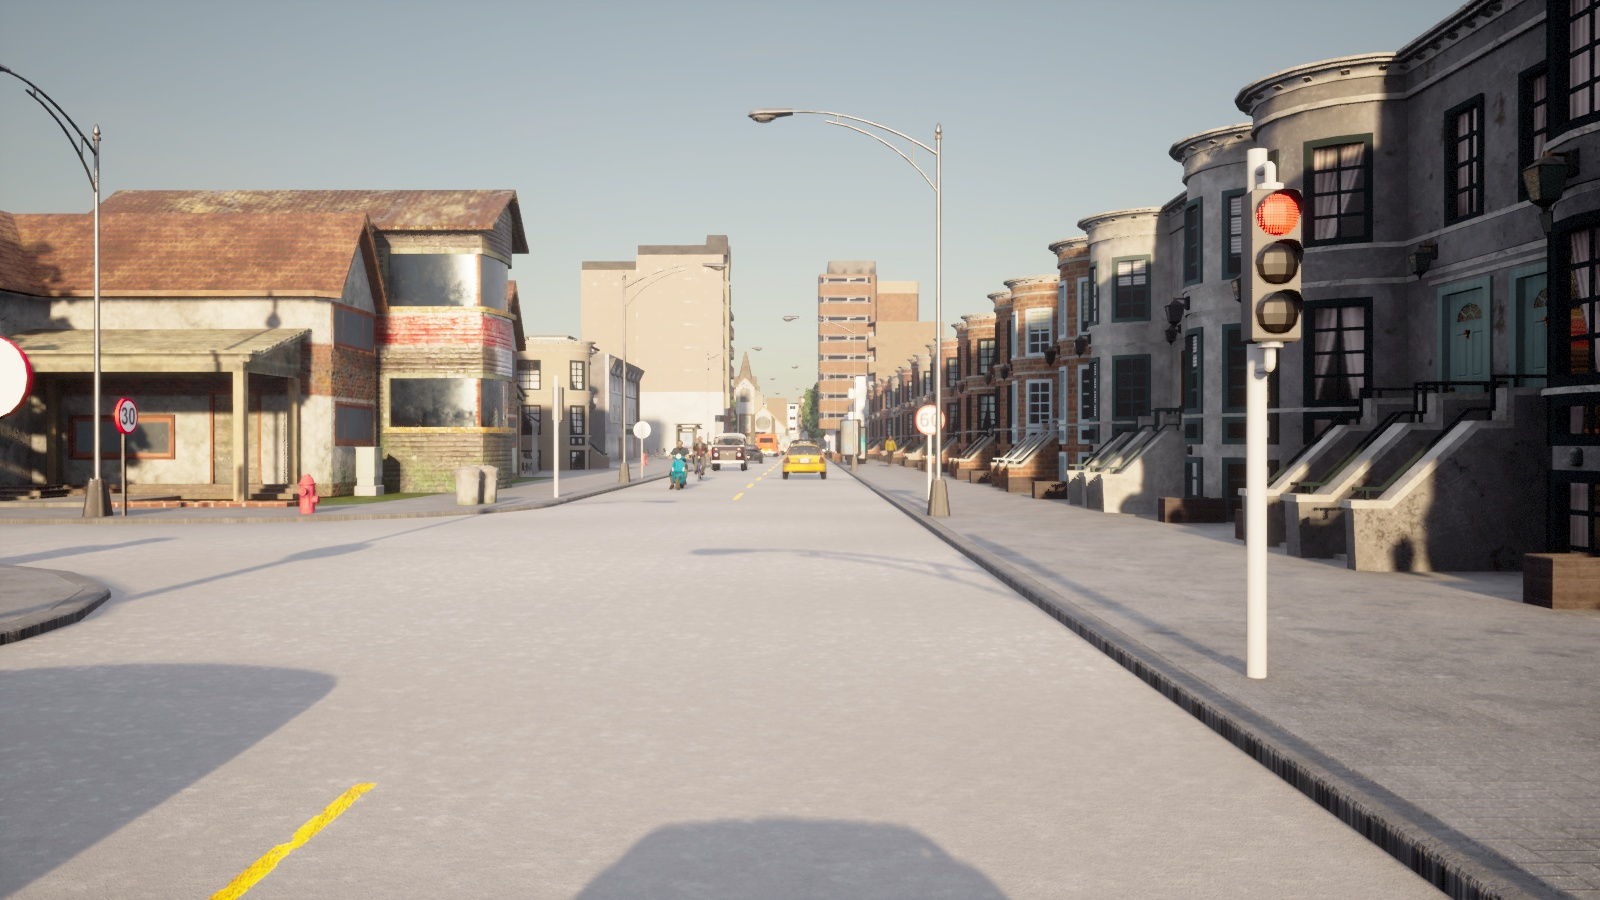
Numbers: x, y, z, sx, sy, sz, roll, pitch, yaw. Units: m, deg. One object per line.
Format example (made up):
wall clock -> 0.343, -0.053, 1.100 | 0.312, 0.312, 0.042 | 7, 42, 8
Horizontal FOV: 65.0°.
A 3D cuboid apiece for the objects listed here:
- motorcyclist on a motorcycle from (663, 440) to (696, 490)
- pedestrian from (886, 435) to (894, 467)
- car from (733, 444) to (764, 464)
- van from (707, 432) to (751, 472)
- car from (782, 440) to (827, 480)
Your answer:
motorcyclist on a motorcycle -> -3.856, 0.469, 40.343 | 0.866, 1.590, 1.817 | 0, 0, 0
pedestrian -> 5.141, 0.056, 71.603 | 0.431, 1.840, 0.709 | 0, 0, 2
car -> -3.675, 0.298, 90.224 | 1.994, 1.385, 4.181 | 0, 0, 0
van -> -3.759, 0.087, 67.312 | 2.069, 2.038, 4.480 | 0, 0, 0
car -> 0.189, 0.386, 53.085 | 1.801, 1.575, 5.366 | 0, 0, 0
